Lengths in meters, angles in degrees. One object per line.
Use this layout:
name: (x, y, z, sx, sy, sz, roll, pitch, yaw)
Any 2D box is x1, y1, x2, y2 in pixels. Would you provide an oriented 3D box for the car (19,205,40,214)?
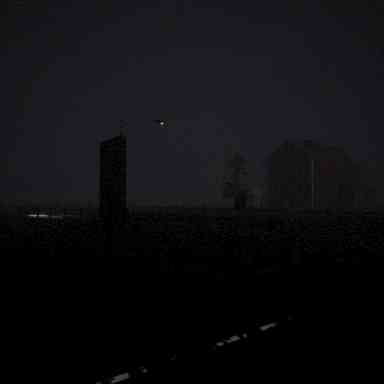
car: (-23.374, 2.458, 47.513, 1.895, 1.301, 4.718, 0, -1, -43)
